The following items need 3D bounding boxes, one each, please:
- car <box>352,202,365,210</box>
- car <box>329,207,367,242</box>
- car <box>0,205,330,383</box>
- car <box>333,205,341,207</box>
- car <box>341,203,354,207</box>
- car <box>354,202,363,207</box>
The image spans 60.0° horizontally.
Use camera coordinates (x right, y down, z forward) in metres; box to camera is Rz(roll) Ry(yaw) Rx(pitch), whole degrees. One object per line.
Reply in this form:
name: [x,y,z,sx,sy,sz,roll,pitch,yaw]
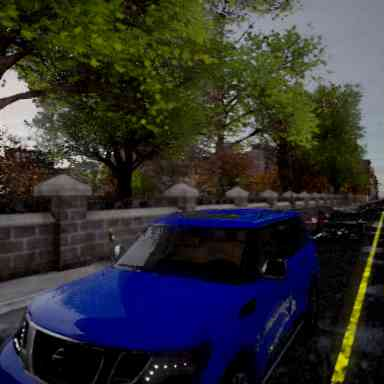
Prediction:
car: [30.764,2.553,61.494,1.752,1.417,4.829,-1,-1,31]
car: [8.432,1.807,18.318,1.837,1.490,4.892,-1,-1,30]
car: [0.359,1.309,4.822,2.150,2.045,5.566,-1,-1,31]
car: [10.835,1.903,27.694,1.967,1.590,4.097,-1,-1,31]
car: [16.555,2.172,37.392,2.008,1.369,4.403,-1,-1,31]
car: [25.046,2.387,51.794,1.752,1.417,4.829,-1,-1,31]
